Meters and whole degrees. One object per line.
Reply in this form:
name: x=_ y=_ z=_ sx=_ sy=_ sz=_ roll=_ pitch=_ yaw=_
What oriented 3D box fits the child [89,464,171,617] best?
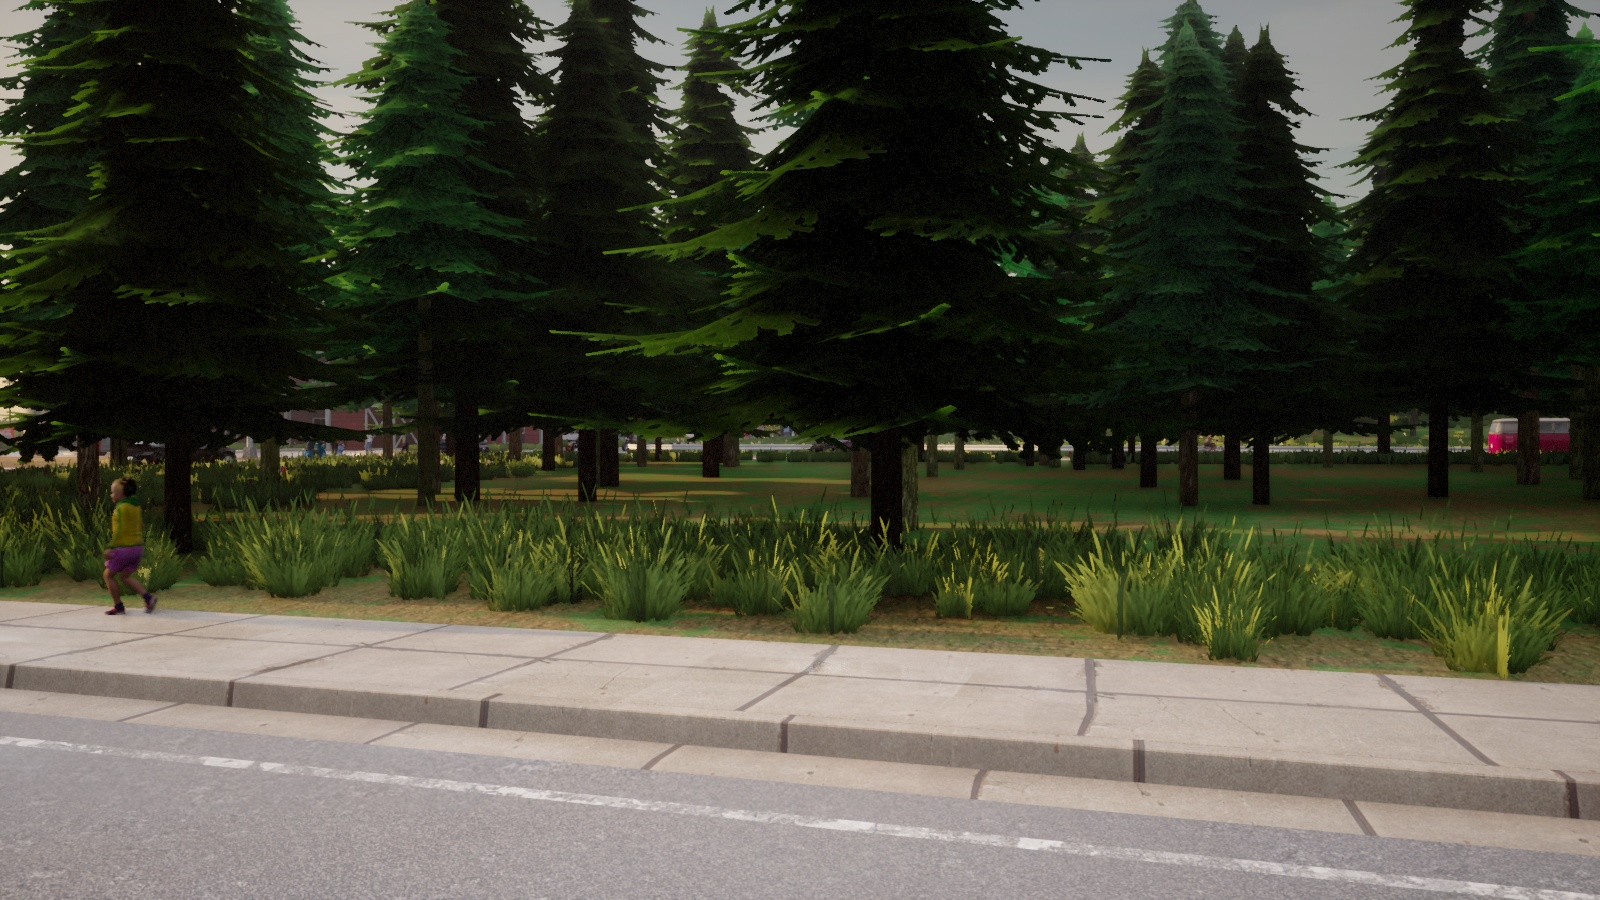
child: x=-5.199 y=0.693 z=9.755 sx=0.473 sy=1.160 sz=0.299 roll=0 pitch=1 yaw=1

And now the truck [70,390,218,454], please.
truck: x=-40.800 y=-1.746 z=78.091 sx=8.468 sy=3.827 sz=2.891 roll=0 pitch=1 yaw=16

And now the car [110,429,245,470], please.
car: x=-24.790 y=-0.066 z=50.212 sx=1.882 sy=1.535 sz=5.008 roll=1 pitch=1 yaw=17

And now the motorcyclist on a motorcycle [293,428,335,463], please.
motorcyclist on a motorcycle: x=-22.386 y=-0.204 z=57.883 sx=0.866 sy=1.590 sz=1.817 roll=1 pitch=1 yaw=17

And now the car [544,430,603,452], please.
car: x=-16.113 y=-0.642 z=89.604 sx=2.163 sy=1.488 sz=4.792 roll=1 pitch=1 yaw=17

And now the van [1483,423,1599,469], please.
van: x=33.020 y=-0.189 z=55.749 sx=4.442 sy=1.987 sz=1.775 roll=1 pitch=1 yaw=19

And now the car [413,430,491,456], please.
car: x=-21.039 y=-0.444 z=75.958 sx=4.193 sy=1.474 sz=1.816 roll=1 pitch=1 yaw=16
